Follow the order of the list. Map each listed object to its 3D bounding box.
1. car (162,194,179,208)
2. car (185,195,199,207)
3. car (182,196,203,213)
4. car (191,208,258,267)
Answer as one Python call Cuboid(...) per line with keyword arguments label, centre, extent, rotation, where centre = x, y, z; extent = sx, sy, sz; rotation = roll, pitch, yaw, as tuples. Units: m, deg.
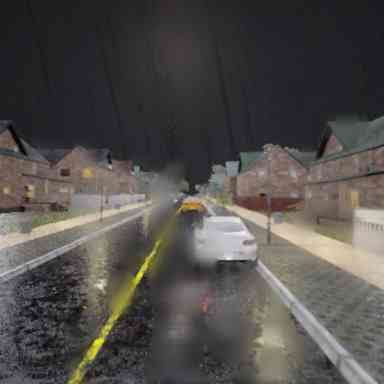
Cuboid(label="car", centre=(-2.836, 1.118, 44.256), extent=(2.097, 1.767, 4.553), rotation=(0, 0, 0))
Cuboid(label="car", centre=(0.015, 1.264, 46.703), extent=(1.837, 1.490, 4.892), rotation=(0, 1, 0))
Cuboid(label="car", centre=(0.037, 1.293, 33.633), extent=(1.882, 1.535, 5.008), rotation=(0, 0, 1))
Cuboid(label="car", centre=(0.962, 1.461, 10.979), extent=(1.812, 1.442, 4.674), rotation=(0, 0, 0))
